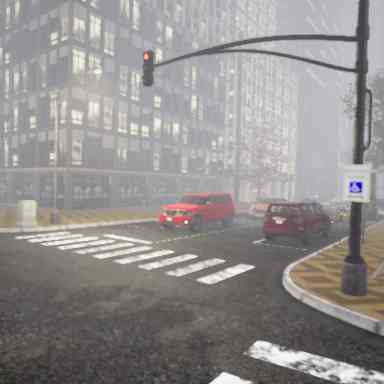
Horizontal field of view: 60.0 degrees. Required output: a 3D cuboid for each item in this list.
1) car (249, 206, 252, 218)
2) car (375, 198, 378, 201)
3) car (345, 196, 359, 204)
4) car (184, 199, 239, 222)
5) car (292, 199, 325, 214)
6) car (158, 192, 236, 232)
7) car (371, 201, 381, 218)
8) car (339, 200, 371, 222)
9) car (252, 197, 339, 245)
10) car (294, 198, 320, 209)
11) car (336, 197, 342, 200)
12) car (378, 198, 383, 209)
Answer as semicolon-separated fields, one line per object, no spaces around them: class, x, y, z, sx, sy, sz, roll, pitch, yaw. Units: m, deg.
car;6.498;1.240;27.493;2.097;1.767;4.553;2;1;37
car;28.413;1.666;51.749;1.812;1.442;4.674;2;1;36
car;31.860;1.584;66.163;1.802;1.307;4.206;2;1;36
car;1.585;1.303;25.230;1.752;1.417;4.829;2;1;36
car;12.490;1.499;35.570;1.994;1.385;4.181;2;1;38
car;0.482;1.061;19.369;2.150;2.045;5.566;2;1;37
car;15.129;1.695;29.458;1.802;1.307;4.206;2;1;36
car;11.877;1.613;25.058;1.752;1.417;4.829;2;1;36
car;5.073;1.349;15.850;2.192;1.841;5.009;2;1;36
car;15.097;1.448;43.499;1.947;1.339;4.313;2;1;36
car;25.055;1.480;56.960;1.752;1.417;4.829;2;1;36
car;28.551;1.528;47.594;2.192;1.841;5.009;2;1;36
